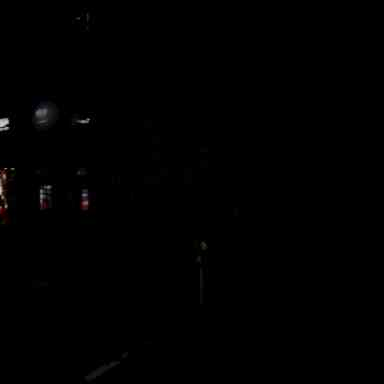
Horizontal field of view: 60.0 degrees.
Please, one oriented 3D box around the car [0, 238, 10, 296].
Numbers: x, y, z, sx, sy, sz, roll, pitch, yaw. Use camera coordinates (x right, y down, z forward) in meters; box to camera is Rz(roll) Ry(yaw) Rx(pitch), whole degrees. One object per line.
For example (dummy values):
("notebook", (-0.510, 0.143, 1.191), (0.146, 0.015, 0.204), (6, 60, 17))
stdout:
("car", (-5.662, 1.231, 6.577), (5.009, 1.841, 2.192), (0, 1, 33))
